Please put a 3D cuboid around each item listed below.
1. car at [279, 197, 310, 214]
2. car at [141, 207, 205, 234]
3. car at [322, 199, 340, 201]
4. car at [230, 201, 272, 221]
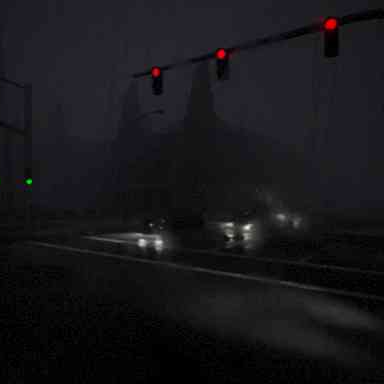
[{"bbox_3d":[11.119,1.399,36.095,2.097,1.767,4.553,0,0,36],"label":"car"},{"bbox_3d":[-1.026,1.589,19.595,1.994,1.385,4.181,0,0,36],"label":"car"},{"bbox_3d":[20.116,1.230,48.179,1.994,1.385,4.181,0,0,36],"label":"car"},{"bbox_3d":[5.028,1.514,27.824,1.882,1.535,5.008,0,0,36],"label":"car"}]
